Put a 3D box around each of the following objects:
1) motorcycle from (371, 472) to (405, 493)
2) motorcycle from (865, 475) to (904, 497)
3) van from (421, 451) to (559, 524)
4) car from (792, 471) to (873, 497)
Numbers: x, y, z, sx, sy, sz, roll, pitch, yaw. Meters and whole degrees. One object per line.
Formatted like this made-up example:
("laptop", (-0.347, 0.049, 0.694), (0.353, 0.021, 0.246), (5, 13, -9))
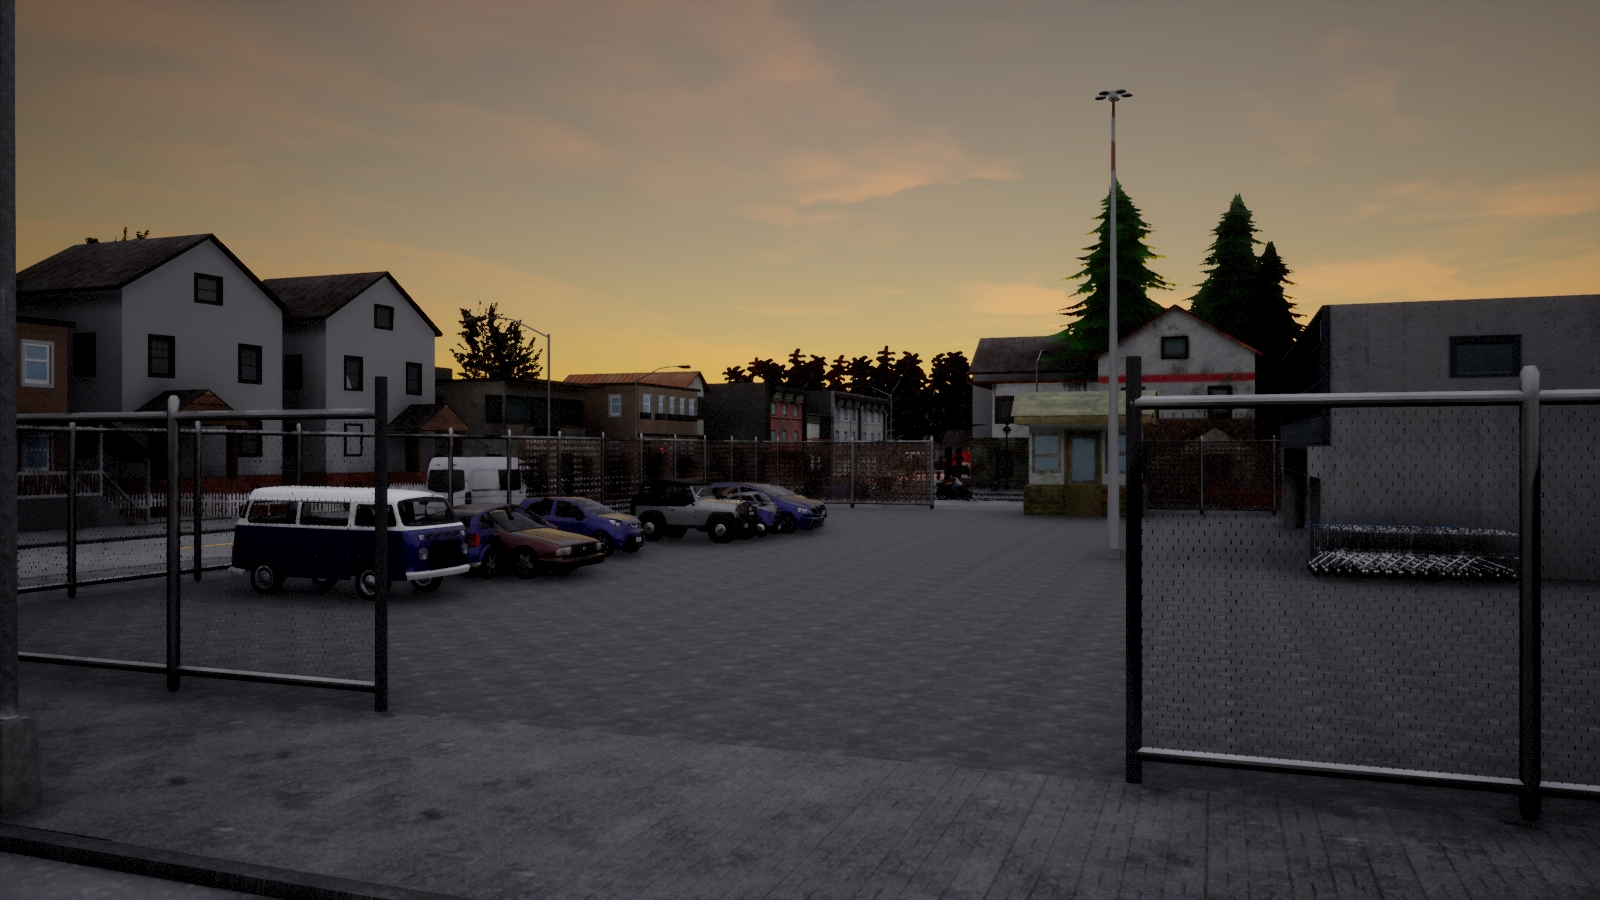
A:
("motorcycle", (-25.193, 1.970, 69.863), (1.805, 1.236, 0.856), (0, 0, 19))
("motorcycle", (4.693, 1.996, 63.404), (2.033, 1.145, 0.803), (0, 0, 20))
("van", (-11.617, 1.319, 43.358), (1.988, 2.561, 5.915), (0, 0, 20))
("car", (1.830, 1.902, 64.408), (4.181, 1.385, 1.994), (0, 0, 20))
